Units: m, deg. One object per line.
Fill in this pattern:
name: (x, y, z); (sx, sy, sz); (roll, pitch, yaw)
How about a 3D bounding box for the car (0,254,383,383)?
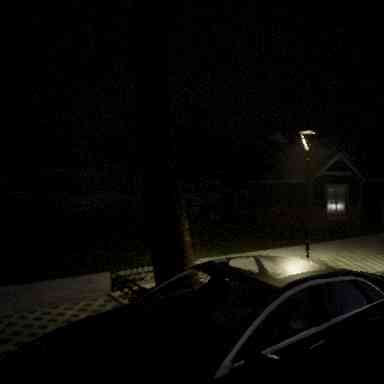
car: (0.553, 1.505, 3.455); (4.902, 1.511, 2.128); (1, 0, -35)
